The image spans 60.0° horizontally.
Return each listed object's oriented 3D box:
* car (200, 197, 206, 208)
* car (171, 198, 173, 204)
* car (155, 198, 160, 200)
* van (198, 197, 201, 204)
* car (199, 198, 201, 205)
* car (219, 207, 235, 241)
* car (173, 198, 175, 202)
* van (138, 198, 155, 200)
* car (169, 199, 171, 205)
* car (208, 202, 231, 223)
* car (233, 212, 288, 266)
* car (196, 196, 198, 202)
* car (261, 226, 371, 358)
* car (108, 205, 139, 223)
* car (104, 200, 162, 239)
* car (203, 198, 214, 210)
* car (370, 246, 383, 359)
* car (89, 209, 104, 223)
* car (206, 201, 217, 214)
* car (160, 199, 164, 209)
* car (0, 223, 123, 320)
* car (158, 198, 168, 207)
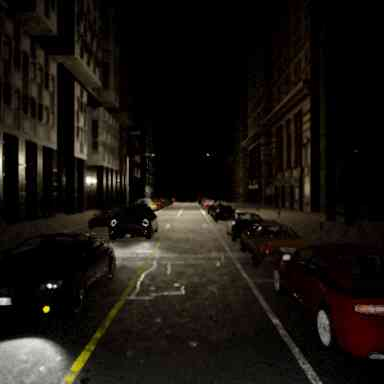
[{"bbox_3d":[2.706,1.943,50.952,1.967,1.590,4.097,0,-1,0],"label":"car"},{"bbox_3d":[-5.843,2.281,73.335,2.008,1.369,4.403,0,-1,0],"label":"car"},{"bbox_3d":[-5.813,1.971,45.156,1.752,1.417,4.829,0,-1,0],"label":"car"},{"bbox_3d":[2.687,2.014,67.758,1.690,1.788,3.998,0,-1,0],"label":"van"},{"bbox_3d":[2.694,2.143,62.325,1.752,1.417,4.829,0,-1,0],"label":"car"},{"bbox_3d":[2.743,1.721,17.343,2.008,1.369,4.403,0,-1,0],"label":"car"},{"bbox_3d":[-5.849,2.355,78.936,1.947,1.339,4.313,0,-1,0],"label":"car"},{"bbox_3d":[-5.807,1.733,39.726,1.690,1.788,3.998,0,-1,0],"label":"van"},{"bbox_3d":[-5.837,2.113,67.733,1.967,1.590,4.097,0,-1,0],"label":"car"},{"bbox_3d":[2.731,1.846,28.545,1.947,1.339,4.313,0,-1,0],"label":"car"},{"bbox_3d":[2.748,1.642,11.911,1.752,1.417,4.829,0,-1,0],"label":"car"},{"bbox_3d":[2.675,2.103,78.960,2.192,1.841,5.009,0,-1,0],"label":"car"},{"bbox_3d":[2.755,1.605,6.139,1.887,1.381,4.507,0,-1,0],"label":"car"},{"bbox_3d":[-5.794,1.862,28.519,1.802,1.307,4.206,0,-1,0],"label":"car"},{"bbox_3d":[-3.072,1.531,18.294,2.097,1.767,4.553,0,0,0],"label":"car"},{"bbox_3d":[2.718,1.831,39.749,1.967,1.590,4.097,0,-1,0],"label":"car"},{"bbox_3d":[2.760,1.321,0.540,2.192,1.841,5.009,0,-1,0],"label":"car"},{"bbox_3d":[-5.788,1.807,22.918,1.802,1.307,4.206,0,-1,0],"label":"car"},{"bbox_3d":[2.725,1.917,34.147,1.802,1.307,4.206,0,-1,0],"label":"car"},{"bbox_3d":[-5.819,2.085,50.926,1.802,1.307,4.206,0,-1,0],"label":"car"},{"bbox_3d":[-3.088,1.638,7.477,1.994,1.385,4.181,0,-1,1],"label":"car"},{"bbox_3d":[-5.825,1.875,56.531,2.192,1.841,5.009,0,-1,0],"label":"car"}]
